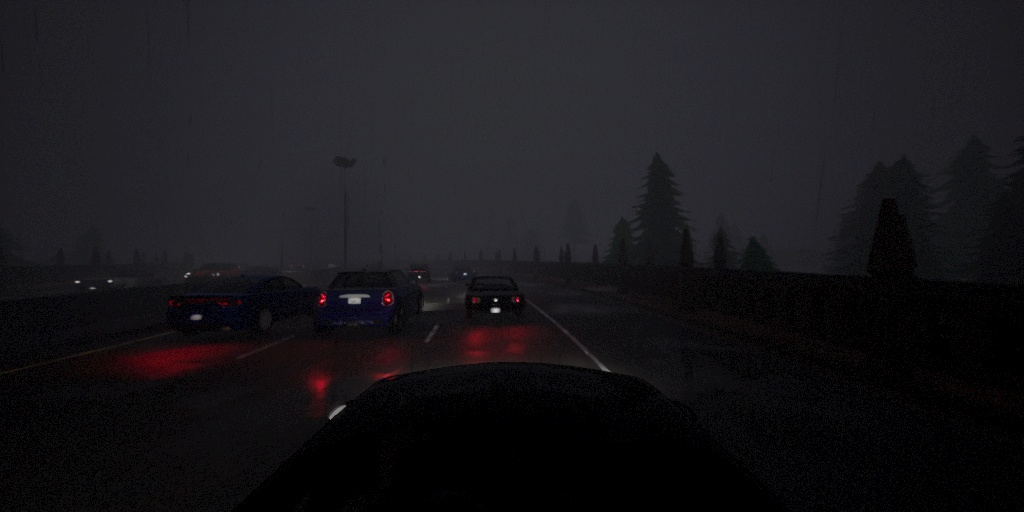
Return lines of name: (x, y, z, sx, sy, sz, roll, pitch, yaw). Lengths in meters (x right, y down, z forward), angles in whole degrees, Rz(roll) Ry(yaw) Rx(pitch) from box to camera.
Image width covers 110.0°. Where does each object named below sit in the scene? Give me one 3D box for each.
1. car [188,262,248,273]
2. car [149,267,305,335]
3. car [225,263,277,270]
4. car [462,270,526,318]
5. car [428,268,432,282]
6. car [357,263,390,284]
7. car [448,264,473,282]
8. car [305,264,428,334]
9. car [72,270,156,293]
car: (-21.367, 1.271, 25.836, 2.097, 1.767, 4.553, 0, 0, -18)
car: (-7.544, 1.275, 10.782, 1.882, 1.535, 5.008, 0, 0, -5)
car: (-17.399, 1.416, 24.706, 1.812, 1.442, 4.674, 0, 0, -15)
car: (-0.749, 1.373, 13.135, 1.895, 1.301, 4.718, 0, 0, -7)
car: (-7.681, 1.356, 29.482, 1.837, 1.490, 4.892, 0, 0, -16)
car: (-11.421, 1.366, 29.853, 2.128, 1.511, 4.902, 0, 0, -16)
car: (-4.238, 1.397, 30.103, 1.994, 1.385, 4.181, 0, 0, -16)
car: (-4.072, 1.135, 10.965, 2.097, 1.767, 4.553, 0, 0, -5)
car: (-23.903, 1.519, 22.105, 1.895, 1.301, 4.718, 0, 0, -15)
